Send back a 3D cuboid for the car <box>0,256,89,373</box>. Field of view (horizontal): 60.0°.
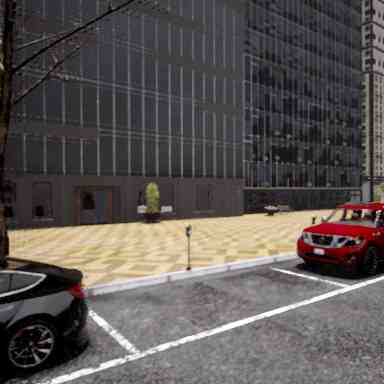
[{"bbox_3d":[-3.488,1.567,4.076,4.313,1.339,1.947,0,0,-36],"label":"car"}]

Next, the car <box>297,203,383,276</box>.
[{"bbox_3d":[5.502,1.298,10.492,5.009,1.841,2.192,0,0,-36],"label":"car"}]
